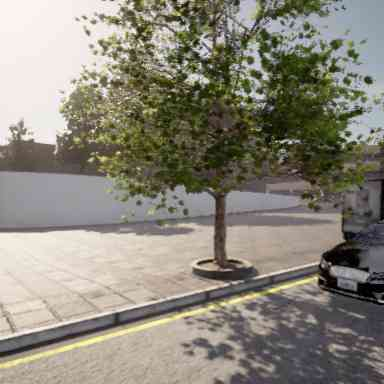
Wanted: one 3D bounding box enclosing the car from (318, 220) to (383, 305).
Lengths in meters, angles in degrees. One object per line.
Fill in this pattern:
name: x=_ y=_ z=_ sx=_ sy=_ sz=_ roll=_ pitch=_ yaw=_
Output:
car: x=4.812 y=1.394 z=7.521 sx=4.902 sy=1.511 sz=2.128 roll=-1 pitch=0 yaw=-36
